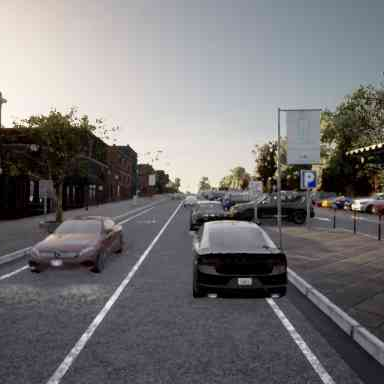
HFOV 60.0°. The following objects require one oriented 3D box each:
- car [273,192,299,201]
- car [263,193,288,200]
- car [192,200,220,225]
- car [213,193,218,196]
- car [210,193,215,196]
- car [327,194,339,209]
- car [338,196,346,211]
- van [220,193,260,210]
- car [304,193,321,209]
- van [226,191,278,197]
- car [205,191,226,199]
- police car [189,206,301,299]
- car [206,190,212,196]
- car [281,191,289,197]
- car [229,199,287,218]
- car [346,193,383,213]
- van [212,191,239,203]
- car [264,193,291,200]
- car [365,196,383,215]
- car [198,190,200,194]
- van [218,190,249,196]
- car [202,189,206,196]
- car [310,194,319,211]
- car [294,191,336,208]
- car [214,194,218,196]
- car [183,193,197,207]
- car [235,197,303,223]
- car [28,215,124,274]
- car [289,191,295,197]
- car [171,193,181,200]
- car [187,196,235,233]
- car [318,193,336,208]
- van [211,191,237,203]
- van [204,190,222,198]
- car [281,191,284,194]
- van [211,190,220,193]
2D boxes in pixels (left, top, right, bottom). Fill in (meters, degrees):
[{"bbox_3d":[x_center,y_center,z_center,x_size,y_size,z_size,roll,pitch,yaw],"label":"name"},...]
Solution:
[{"bbox_3d":[18.604,0.887,65.788,4.553,1.767,2.185,0,1,0],"label":"car"},{"bbox_3d":[18.544,0.906,74.116,4.892,1.521,2.231,0,1,0],"label":"car"},{"bbox_3d":[0.907,1.403,24.513,1.837,1.490,4.892,0,0,0],"label":"car"},{"bbox_3d":[5.575,1.296,45.657,4.674,1.452,2.002,0,1,0],"label":"car"},{"bbox_3d":[5.572,1.228,48.459,4.892,1.521,2.231,0,1,0],"label":"car"},{"bbox_3d":[18.684,1.316,38.027,5.008,1.535,2.097,0,0,0],"label":"car"},{"bbox_3d":[18.694,1.333,35.250,4.892,1.521,2.231,0,0,0],"label":"car"},{"bbox_3d":[5.717,1.075,40.044,4.442,1.987,1.878,0,0,0],"label":"van"},{"bbox_3d":[18.683,1.280,46.360,4.792,1.488,2.163,0,1,0],"label":"car"},{"bbox_3d":[5.753,1.124,31.633,4.442,1.987,1.878,0,0,0],"label":"van"},{"bbox_3d":[5.417,0.747,76.491,4.553,1.767,2.185,0,1,0],"label":"car"},{"bbox_3d":[0.951,1.404,8.603,1.930,1.638,5.238,0,0,0],"label":"police car"},{"bbox_3d":[5.514,0.910,54.064,5.566,2.045,2.435,0,1,0],"label":"car"},{"bbox_3d":[18.794,1.116,57.462,5.366,1.575,1.946,0,1,0],"label":"car"},{"bbox_3d":[5.650,1.403,28.830,4.674,1.452,2.002,0,0,0],"label":"car"},{"bbox_3d":[18.683,1.095,32.474,5.566,2.045,2.435,0,0,0],"label":"car"},{"bbox_3d":[5.647,0.900,56.869,4.442,1.987,1.878,0,1,0],"label":"van"},{"bbox_3d":[18.365,0.938,71.338,5.366,1.575,1.946,0,1,0],"label":"car"},{"bbox_3d":[18.729,1.360,29.699,5.008,1.535,2.097,0,0,0],"label":"car"},{"bbox_3d":[-0.166,0.958,59.105,2.097,1.767,4.553,0,1,0],"label":"car"},{"bbox_3d":[5.496,1.094,37.242,4.442,1.987,1.878,0,0,0],"label":"van"},{"bbox_3d":[5.443,0.694,70.883,5.566,2.045,2.435,0,1,0],"label":"car"},{"bbox_3d":[18.636,1.308,43.576,4.792,1.488,2.163,0,1,0],"label":"car"},{"bbox_3d":[18.614,0.970,49.131,5.566,2.045,2.435,0,1,0],"label":"car"},{"bbox_3d":[5.618,1.311,42.849,4.792,1.488,2.163,0,0,0],"label":"car"},{"bbox_3d":[-0.114,1.266,45.690,1.812,1.442,4.674,0,1,0],"label":"car"},{"bbox_3d":[5.474,1.374,26.026,5.366,1.575,1.946,0,0,0],"label":"car"},{"bbox_3d":[-3.380,1.495,10.618,1.812,1.442,4.674,0,0,0],"label":"car"},{"bbox_3d":[18.659,0.939,51.908,5.566,2.045,2.435,0,1,0],"label":"car"},{"bbox_3d":[-3.453,0.941,72.257,2.128,1.511,4.902,0,1,0],"label":"car"},{"bbox_3d":[0.923,1.281,18.475,2.097,1.767,4.553,0,0,0],"label":"car"},{"bbox_3d":[18.862,1.294,40.805,5.366,1.575,1.946,0,0,0],"label":"car"},{"bbox_3d":[5.635,0.864,59.672,4.442,1.987,1.878,0,1,0],"label":"van"},{"bbox_3d":[5.297,0.539,84.898,4.442,1.987,1.878,0,1,0],"label":"van"},{"bbox_3d":[18.625,0.832,60.234,5.566,2.045,2.435,0,1,0],"label":"car"},{"bbox_3d":[5.670,0.972,51.265,4.442,1.987,1.878,0,1,0],"label":"van"}]
